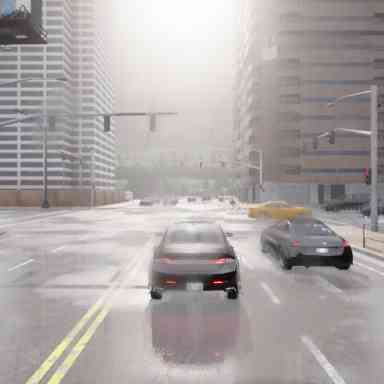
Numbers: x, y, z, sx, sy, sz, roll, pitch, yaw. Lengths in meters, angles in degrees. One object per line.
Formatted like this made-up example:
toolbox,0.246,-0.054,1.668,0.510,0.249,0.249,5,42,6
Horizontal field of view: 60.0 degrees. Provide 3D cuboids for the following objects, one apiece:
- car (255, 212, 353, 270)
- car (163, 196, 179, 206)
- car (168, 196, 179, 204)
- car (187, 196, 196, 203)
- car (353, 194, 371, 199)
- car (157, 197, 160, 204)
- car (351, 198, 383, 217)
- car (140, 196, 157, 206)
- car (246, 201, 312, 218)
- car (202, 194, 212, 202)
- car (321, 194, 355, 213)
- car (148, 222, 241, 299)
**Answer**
car,3.563,1.564,11.072,1.994,1.385,4.181,0,0,0
car,-3.673,1.491,55.049,2.128,1.511,4.902,0,0,0
car,-3.645,1.505,64.988,1.837,1.490,4.892,0,0,0
car,-0.108,1.540,72.198,2.033,1.411,5.357,0,0,0
car,18.967,1.352,32.960,4.553,1.767,2.097,0,0,0
car,-7.152,1.526,63.167,1.812,1.442,4.674,0,0,1
car,17.038,1.526,29.285,4.674,1.442,1.812,0,0,0
car,-7.177,1.526,53.254,1.812,1.442,4.674,0,0,1
car,6.766,1.477,25.824,5.008,1.535,1.882,0,0,0
car,3.382,1.355,76.795,2.097,1.767,4.553,0,0,0
car,17.141,1.221,36.480,5.566,2.045,2.150,0,0,0
car,0.052,1.492,8.420,2.128,1.511,4.902,0,0,0
